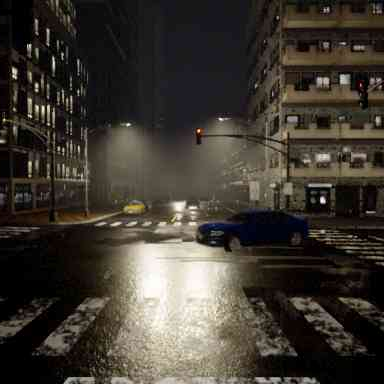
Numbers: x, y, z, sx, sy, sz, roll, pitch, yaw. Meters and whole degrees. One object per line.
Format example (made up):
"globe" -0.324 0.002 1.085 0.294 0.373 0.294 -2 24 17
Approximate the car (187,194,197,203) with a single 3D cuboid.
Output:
"car" 0.004 1.344 71.399 2.097 1.767 4.553 0 0 0

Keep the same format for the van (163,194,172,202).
"van" -5.701 1.329 78.500 1.690 1.788 3.998 -1 0 0

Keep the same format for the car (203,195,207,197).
"car" 2.680 1.429 72.845 1.967 1.590 4.097 -1 0 0

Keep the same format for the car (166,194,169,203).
"car" -5.699 1.572 61.536 1.802 1.307 4.206 -1 0 0

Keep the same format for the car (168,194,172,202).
"car" -5.699 1.534 67.190 1.887 1.381 4.507 -1 0 0

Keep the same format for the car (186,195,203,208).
"car" 0.103 1.482 48.403 2.128 1.511 4.902 0 0 0

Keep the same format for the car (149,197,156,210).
"car" -5.701 1.558 38.918 1.947 1.339 4.313 -1 0 0

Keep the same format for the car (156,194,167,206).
"car" -5.700 1.535 55.881 1.887 1.381 4.507 -1 0 0

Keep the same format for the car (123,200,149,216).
"car" -5.701 1.519 33.093 1.752 1.417 4.829 -1 0 0

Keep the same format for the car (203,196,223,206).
"car" 2.679 1.543 38.917 2.008 1.369 4.403 -1 0 0

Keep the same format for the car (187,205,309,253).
"car" 2.552 1.476 13.797 5.008 1.535 1.882 0 -1 -27
